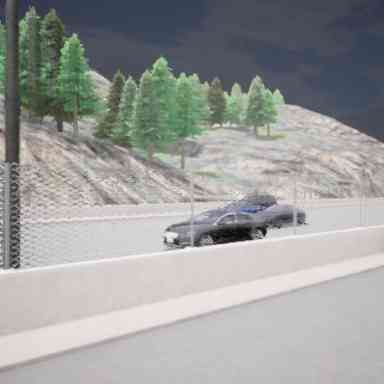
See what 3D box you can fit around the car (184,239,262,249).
[{"bbox_3d":[1.108,1.514,13.799,4.902,1.511,2.128,0,0,-39],"label":"car"}]
